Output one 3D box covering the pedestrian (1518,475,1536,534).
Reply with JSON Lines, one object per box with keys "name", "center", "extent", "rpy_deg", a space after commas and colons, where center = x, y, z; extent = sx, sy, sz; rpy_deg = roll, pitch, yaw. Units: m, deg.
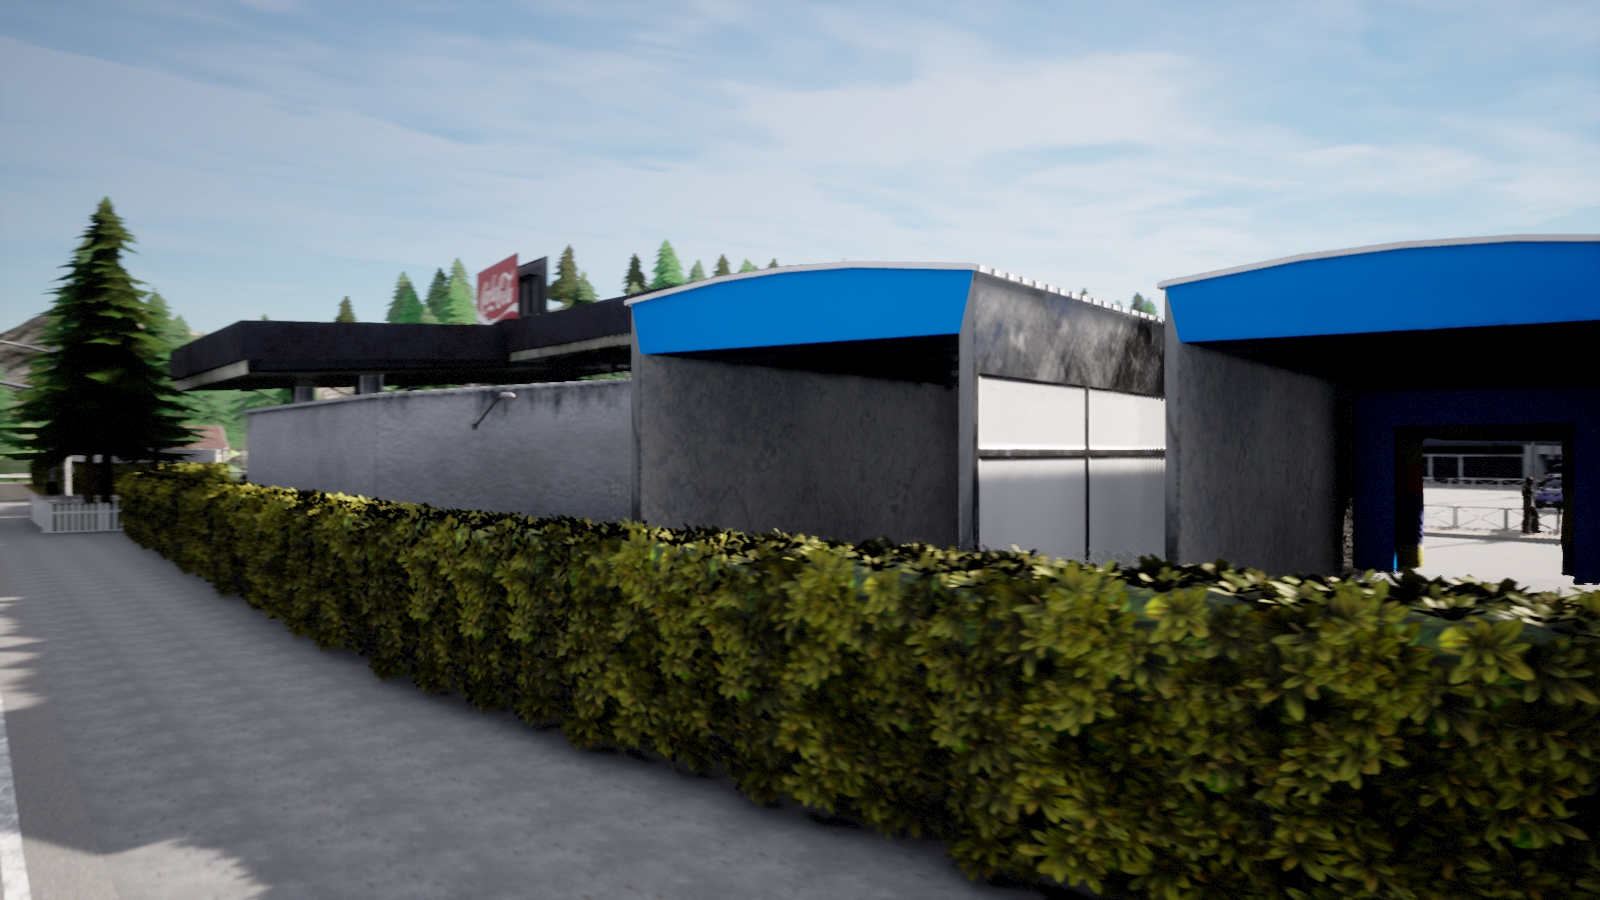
{"name": "pedestrian", "center": [23.210, 1.739, 36.476], "extent": [0.375, 1.860, 0.375], "rpy_deg": [0, 0, -37]}
